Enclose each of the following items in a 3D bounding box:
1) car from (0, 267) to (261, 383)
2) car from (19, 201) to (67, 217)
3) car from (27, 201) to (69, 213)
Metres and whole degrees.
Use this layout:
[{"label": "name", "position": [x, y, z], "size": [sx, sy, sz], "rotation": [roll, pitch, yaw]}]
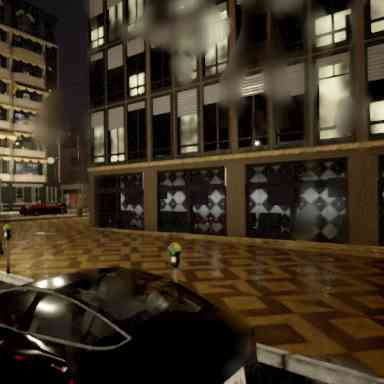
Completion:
[{"label": "car", "position": [-1.349, 1.570, 3.847], "size": [4.313, 1.339, 1.947], "rotation": [0, -1, 35]}, {"label": "car", "position": [-13.472, 1.602, 30.350], "size": [1.802, 1.307, 4.206], "rotation": [-2, -1, 35]}, {"label": "car", "position": [-17.116, 1.770, 39.706], "size": [1.947, 1.339, 4.313], "rotation": [-2, -1, 35]}]
